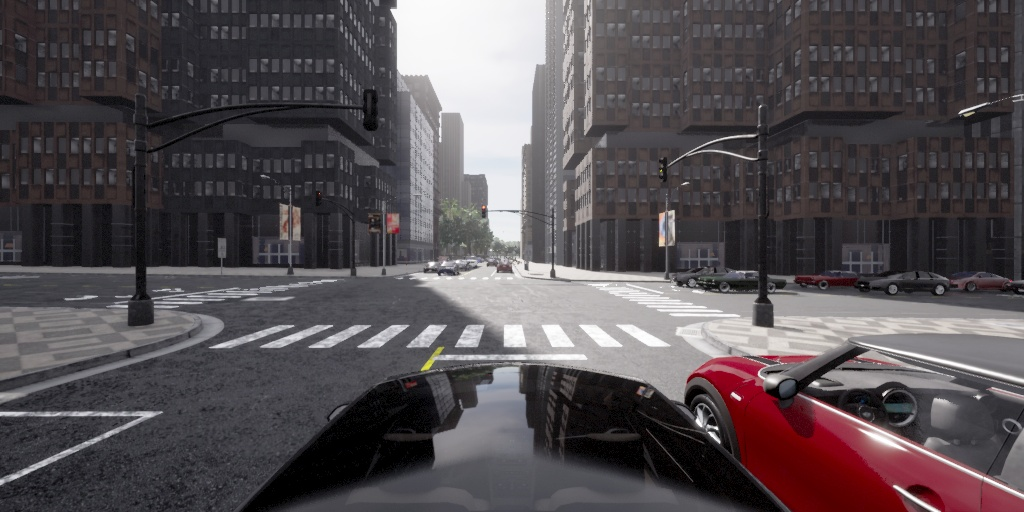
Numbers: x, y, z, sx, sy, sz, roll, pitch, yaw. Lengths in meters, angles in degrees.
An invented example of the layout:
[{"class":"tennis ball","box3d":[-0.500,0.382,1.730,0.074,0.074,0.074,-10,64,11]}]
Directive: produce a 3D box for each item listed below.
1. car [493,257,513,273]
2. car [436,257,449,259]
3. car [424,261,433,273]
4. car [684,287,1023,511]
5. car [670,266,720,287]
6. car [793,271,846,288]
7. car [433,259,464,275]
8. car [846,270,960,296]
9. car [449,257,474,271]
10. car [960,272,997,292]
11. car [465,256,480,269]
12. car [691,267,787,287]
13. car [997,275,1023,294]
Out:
[{"class":"car","box3d":[-0.905,1.197,43.519,1.967,1.591,4.097,0,0,-1]},{"class":"car","box3d":[-9.503,1.084,48.831,2.192,1.841,5.009,0,0,-1]},{"class":"car","box3d":[-9.429,1.323,43.406,1.948,1.339,4.313,0,0,-1]},{"class":"car","box3d":[2.761,1.190,2.153,1.967,1.591,4.097,0,0,0]},{"class":"car","box3d":[13.854,1.476,25.578,4.892,1.490,1.837,1,0,-1]},{"class":"car","box3d":[23.073,1.706,25.682,4.718,1.301,1.895,1,0,-1]},{"class":"car","box3d":[-6.684,1.294,38.314,2.033,1.411,5.357,0,0,-1]},{"class":"car","box3d":[24.360,1.632,22.464,4.892,1.490,1.837,1,0,-1]},{"class":"car","box3d":[-6.832,1.261,48.581,2.128,1.511,4.902,0,0,-1]},{"class":"car","box3d":[33.039,1.814,25.816,4.181,1.385,1.994,1,0,-1]},{"class":"car","box3d":[-6.962,1.015,59.212,2.150,2.045,5.566,0,0,0]},{"class":"car","box3d":[14.160,1.580,22.332,4.718,1.301,1.895,1,0,-3]},{"class":"car","box3d":[34.741,1.826,22.591,5.357,1.411,2.033,1,0,-1]}]
